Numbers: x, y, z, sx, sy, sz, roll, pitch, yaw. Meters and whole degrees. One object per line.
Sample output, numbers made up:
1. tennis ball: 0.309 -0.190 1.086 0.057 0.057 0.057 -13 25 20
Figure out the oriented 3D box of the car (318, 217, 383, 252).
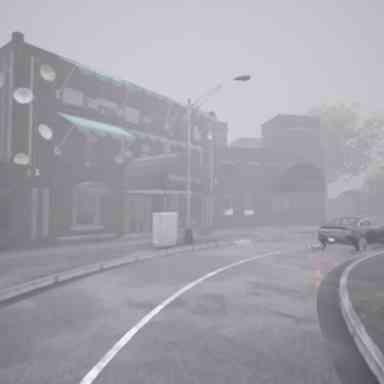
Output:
1. car: 8.151 1.981 16.401 4.902 1.511 2.128 2 -3 -38
